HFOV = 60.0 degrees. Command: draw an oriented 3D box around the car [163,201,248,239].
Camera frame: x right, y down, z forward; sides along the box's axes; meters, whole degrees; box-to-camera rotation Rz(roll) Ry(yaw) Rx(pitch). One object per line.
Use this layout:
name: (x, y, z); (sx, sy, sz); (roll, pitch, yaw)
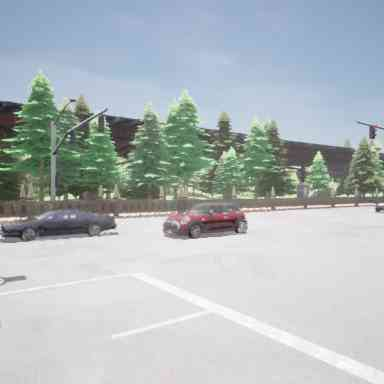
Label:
car: (0.735, 1.354, 17.436); (4.553, 1.767, 2.097); (0, 0, -36)

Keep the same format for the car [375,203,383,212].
car: (22.421, 1.599, 37.265); (4.718, 1.301, 1.895); (0, 0, -36)

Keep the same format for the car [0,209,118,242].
car: (-6.474, 1.552, 16.580); (5.357, 1.411, 2.033); (0, 0, -36)
